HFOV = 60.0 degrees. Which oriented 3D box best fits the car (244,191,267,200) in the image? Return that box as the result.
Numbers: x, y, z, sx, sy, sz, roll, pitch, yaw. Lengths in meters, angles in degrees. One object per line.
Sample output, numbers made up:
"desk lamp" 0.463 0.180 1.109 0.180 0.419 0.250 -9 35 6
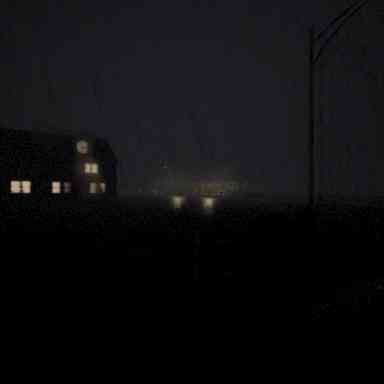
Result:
"car" 12.358 0.634 64.626 1.882 1.535 5.008 0 1 -35
